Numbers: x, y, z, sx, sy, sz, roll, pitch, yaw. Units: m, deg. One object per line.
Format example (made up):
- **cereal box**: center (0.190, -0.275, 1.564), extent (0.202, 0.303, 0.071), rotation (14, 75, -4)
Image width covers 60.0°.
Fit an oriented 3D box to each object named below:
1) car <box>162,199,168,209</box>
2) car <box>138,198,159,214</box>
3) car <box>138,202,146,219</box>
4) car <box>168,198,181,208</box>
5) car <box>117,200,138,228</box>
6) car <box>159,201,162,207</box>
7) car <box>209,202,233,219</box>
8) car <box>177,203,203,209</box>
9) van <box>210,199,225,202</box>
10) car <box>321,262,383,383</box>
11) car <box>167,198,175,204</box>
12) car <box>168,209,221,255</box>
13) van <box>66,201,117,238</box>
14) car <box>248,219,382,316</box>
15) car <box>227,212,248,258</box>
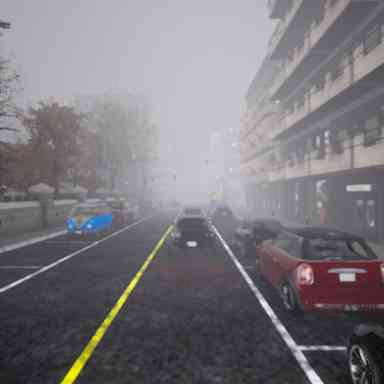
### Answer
- **car**: center (-5.682, 2.160, 57.506), extent (1.802, 1.307, 4.206), rotation (0, -1, 0)
- **car**: center (-5.687, 1.724, 40.904), extent (2.192, 1.841, 5.009), rotation (0, -1, 0)
- **car**: center (-5.688, 1.848, 29.832), extent (2.008, 1.369, 4.403), rotation (0, -1, 0)
- **car**: center (-3.009, 2.182, 61.337), extent (1.994, 1.385, 4.181), rotation (0, -1, 0)
- **car**: center (-5.690, 1.557, 24.299), extent (2.192, 1.841, 5.009), rotation (0, -1, 0)
- **car**: center (-5.684, 2.031, 46.437), extent (1.947, 1.339, 4.313), rotation (0, -1, 0)
- **car**: center (2.693, 1.863, 29.831), extent (1.947, 1.339, 4.313), rotation (0, -1, 0)
- **car**: center (0.032, 1.849, 28.529), extent (1.994, 1.385, 4.181), rotation (0, 0, 1)
- **van**: center (2.692, 1.694, 35.368), extent (1.690, 1.788, 3.998), rotation (0, -1, 0)
- **car**: center (2.687, 1.589, 2.157), extent (1.947, 1.339, 4.313), rotation (0, -1, 0)
- **car**: center (-5.678, 2.350, 89.917), extent (1.967, 1.590, 4.097), rotation (0, -1, 0)
- **car**: center (0.031, 1.664, 13.904), extent (1.812, 1.442, 4.674), rotation (0, 0, 1)
- **van**: center (-5.691, 1.528, 18.763), extent (1.690, 1.788, 3.998), rotation (0, -1, 0)
- **car**: center (2.688, 1.518, 7.692), extent (1.967, 1.590, 4.097), rotation (0, -1, 0)
- **car**: center (2.689, 1.698, 13.226), extent (1.947, 1.339, 4.313), rotation (0, -1, 0)
